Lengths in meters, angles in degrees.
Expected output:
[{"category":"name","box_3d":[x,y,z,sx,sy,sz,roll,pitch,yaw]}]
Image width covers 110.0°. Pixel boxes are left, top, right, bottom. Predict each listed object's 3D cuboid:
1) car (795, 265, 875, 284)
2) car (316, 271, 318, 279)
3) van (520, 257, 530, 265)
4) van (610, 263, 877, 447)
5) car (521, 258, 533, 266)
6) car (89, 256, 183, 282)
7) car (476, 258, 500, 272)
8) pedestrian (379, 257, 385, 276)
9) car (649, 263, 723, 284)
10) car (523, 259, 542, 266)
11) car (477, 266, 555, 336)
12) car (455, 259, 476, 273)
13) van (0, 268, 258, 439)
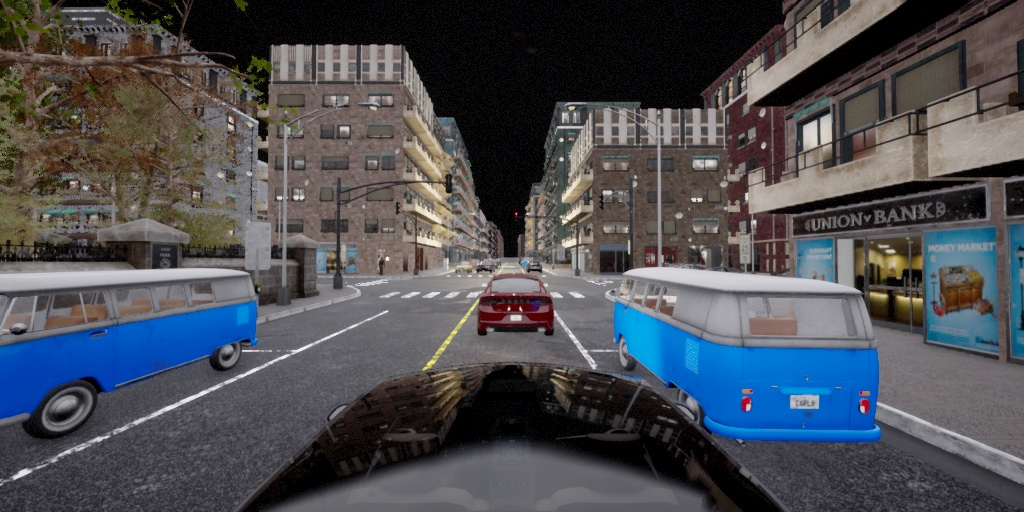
[{"category":"car","box_3d":[25.624,1.465,28.531,4.674,1.442,1.812,0,-1,1]},{"category":"car","box_3d":[-16.626,1.139,25.794,4.902,1.511,2.128,0,-1,1]},{"category":"van","box_3d":[2.640,1.112,59.990,1.690,1.789,3.998,0,0,0]},{"category":"van","box_3d":[2.655,1.092,5.116,1.690,1.789,3.998,0,0,0]},{"category":"car","box_3d":[2.650,1.317,48.705,2.007,1.370,4.403,0,0,0]},{"category":"car","box_3d":[-27.046,0.942,25.912,4.553,1.767,2.097,0,-1,1]},{"category":"car","box_3d":[-3.104,1.312,43.495,2.033,1.411,5.357,0,0,4]},{"category":"pedestrian","box_3d":[-12.568,0.968,34.491,0.375,1.860,0.375,0,-1,1]},{"category":"car","box_3d":[13.772,1.364,28.667,4.902,1.511,2.128,0,-1,1]},{"category":"car","box_3d":[2.655,1.330,43.063,1.948,1.339,4.313,0,0,0]},{"category":"car","box_3d":[0.090,1.230,10.475,1.882,1.535,5.008,0,0,0]},{"category":"car","box_3d":[-5.725,1.290,42.885,1.751,1.417,4.829,0,0,0]},{"category":"van","box_3d":[-5.659,1.092,5.110,1.690,1.789,3.998,0,0,0]}]
